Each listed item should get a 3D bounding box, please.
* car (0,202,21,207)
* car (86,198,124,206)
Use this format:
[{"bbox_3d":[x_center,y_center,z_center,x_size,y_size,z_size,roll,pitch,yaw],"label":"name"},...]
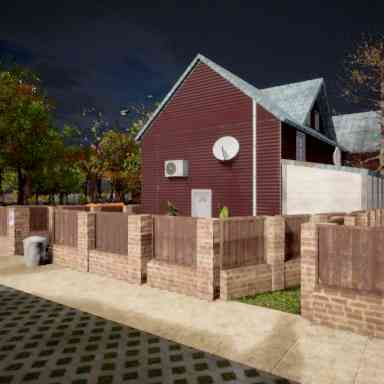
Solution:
[{"bbox_3d":[-14.847,1.556,25.082,1.837,1.490,4.892,0,0,35],"label":"car"},{"bbox_3d":[-8.931,1.438,33.431,2.097,1.767,4.553,0,0,35],"label":"car"}]
